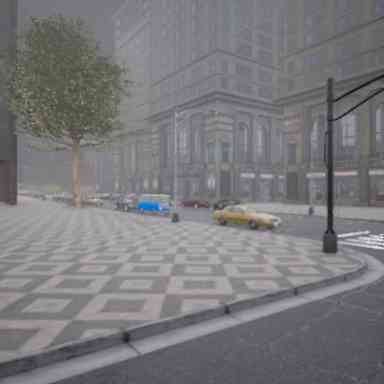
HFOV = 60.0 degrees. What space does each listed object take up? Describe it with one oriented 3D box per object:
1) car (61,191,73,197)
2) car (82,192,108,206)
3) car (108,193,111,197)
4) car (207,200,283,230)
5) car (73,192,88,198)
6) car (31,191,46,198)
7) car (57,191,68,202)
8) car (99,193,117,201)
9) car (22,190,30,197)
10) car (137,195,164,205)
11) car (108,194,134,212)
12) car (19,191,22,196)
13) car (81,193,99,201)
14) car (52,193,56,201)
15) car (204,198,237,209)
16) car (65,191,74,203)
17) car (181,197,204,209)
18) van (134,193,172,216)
[{"bbox_3d":[-31.924,0.509,84.995,1.802,1.307,4.206,1,0,-35],"label":"car"},{"bbox_3d":[-12.921,1.074,43.202,1.752,1.417,4.829,1,0,-35],"label":"car"},{"bbox_3d":[-12.520,0.947,57.440,2.008,1.369,4.403,1,0,-35],"label":"car"},{"bbox_3d":[3.252,1.421,20.228,1.752,1.417,4.829,1,0,-35],"label":"car"},{"bbox_3d":[-25.455,0.625,75.810,1.887,1.381,4.507,1,0,-35],"label":"car"},{"bbox_3d":[-32.421,0.507,70.898,1.967,1.590,4.097,1,0,-35],"label":"car"},{"bbox_3d":[-19.487,0.934,52.527,2.008,1.369,4.403,1,0,-35],"label":"car"},{"bbox_3d":[-15.754,0.898,62.033,1.802,1.307,4.206,1,0,-35],"label":"car"},{"bbox_3d":[-38.890,0.354,80.084,1.967,1.590,4.097,1,0,-35],"label":"car"},{"bbox_3d":[-6.052,1.110,48.255,2.008,1.369,4.403,1,0,-35],"label":"car"},{"bbox_3d":[-6.550,1.253,34.151,2.008,1.369,4.403,1,0,-35],"label":"car"},{"bbox_3d":[-42.124,0.278,84.677,1.967,1.590,4.097,1,0,-35],"label":"car"},{"bbox_3d":[-19.052,0.848,62.073,1.994,1.385,4.181,0,1,-35],"label":"car"},{"bbox_3d":[-22.721,0.854,57.120,2.008,1.369,4.403,1,0,-35],"label":"car"},{"bbox_3d":[3.650,1.352,34.474,1.947,1.339,4.313,1,0,-35],"label":"car"},{"bbox_3d":[-16.252,1.015,47.934,2.008,1.369,4.403,1,0,-35],"label":"car"},{"bbox_3d":[0.417,1.260,39.066,1.887,1.381,4.507,1,0,-35],"label":"car"},{"bbox_3d":[-3.313,1.114,29.558,1.690,1.788,3.998,1,0,-35],"label":"van"}]
